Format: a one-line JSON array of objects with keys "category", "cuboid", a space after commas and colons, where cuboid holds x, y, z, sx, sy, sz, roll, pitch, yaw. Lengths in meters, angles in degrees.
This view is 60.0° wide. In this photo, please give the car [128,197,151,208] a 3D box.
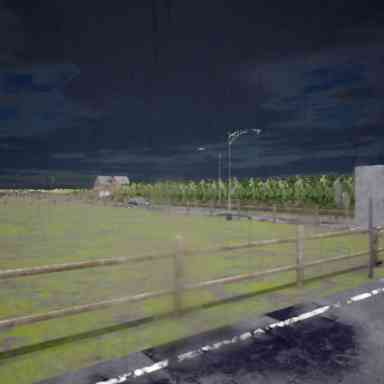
[{"category": "car", "cuboid": [-7.482, 1.473, 47.743, 2.128, 1.511, 4.902, 0, 0, -36]}]
